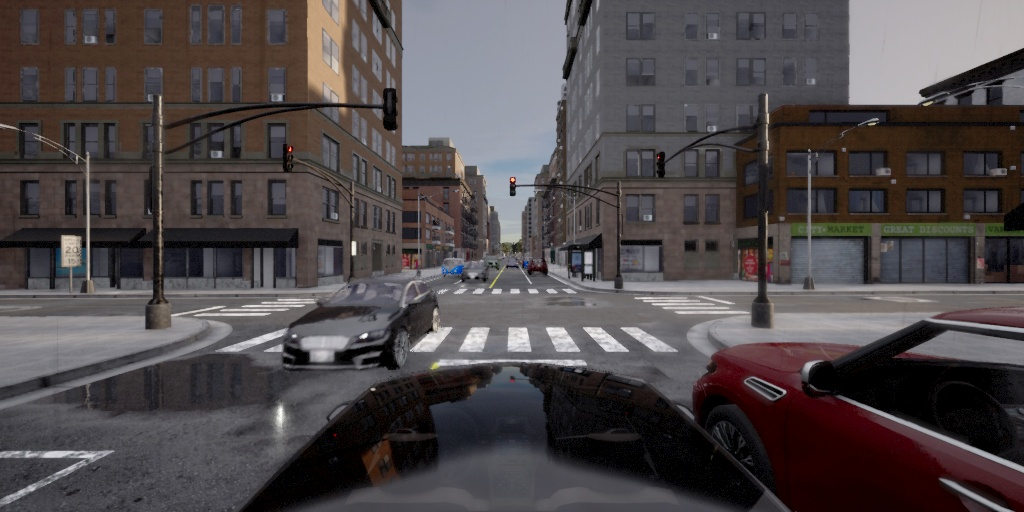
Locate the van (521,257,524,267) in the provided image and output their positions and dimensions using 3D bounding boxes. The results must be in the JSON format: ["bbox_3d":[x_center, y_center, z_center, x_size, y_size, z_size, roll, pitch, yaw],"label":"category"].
[{"bbox_3d":[2.704,1.084,54.756,1.690,1.789,3.998,0,0,0],"label":"van"}]

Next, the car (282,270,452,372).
[{"bbox_3d":[-2.850,1.241,7.835,2.128,1.511,4.902,0,0,0],"label":"car"}]

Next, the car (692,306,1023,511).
[{"bbox_3d":[2.638,1.065,1.167,2.192,1.841,5.009,0,0,0],"label":"car"}]

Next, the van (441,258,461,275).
[{"bbox_3d":[-5.399,1.087,33.132,1.690,1.789,3.998,0,0,0],"label":"van"}]

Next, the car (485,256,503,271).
[{"bbox_3d":[-2.826,0.965,49.380,2.150,2.045,5.566,0,0,0],"label":"car"}]

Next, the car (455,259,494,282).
[{"bbox_3d":[-2.844,1.235,28.385,2.128,1.511,4.902,0,0,0],"label":"car"}]

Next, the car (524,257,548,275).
[{"bbox_3d":[2.715,1.060,38.538,2.192,1.841,5.009,0,0,0],"label":"car"}]

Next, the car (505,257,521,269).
[{"bbox_3d":[0.068,1.306,57.962,1.994,1.385,4.181,0,0,0],"label":"car"}]
